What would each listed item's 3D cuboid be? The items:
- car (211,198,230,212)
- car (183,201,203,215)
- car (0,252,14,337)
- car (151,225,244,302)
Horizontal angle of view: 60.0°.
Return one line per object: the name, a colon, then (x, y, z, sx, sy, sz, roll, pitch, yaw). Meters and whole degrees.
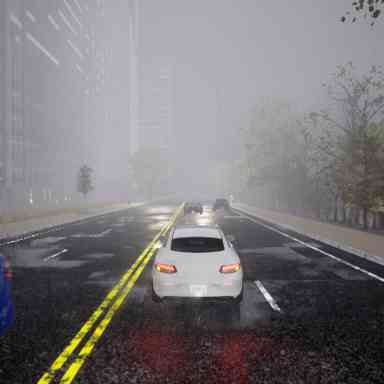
car: (3.368, 1.501, 39.413, 1.837, 1.490, 4.892, 0, 0, 0)
car: (0.116, 1.598, 33.837, 1.895, 1.301, 4.718, 0, 0, 0)
car: (-3.351, 1.221, 1.997, 2.150, 2.045, 5.566, 0, 0, 0)
car: (0.103, 1.525, 8.112, 1.812, 1.442, 4.674, 0, 0, 0)
